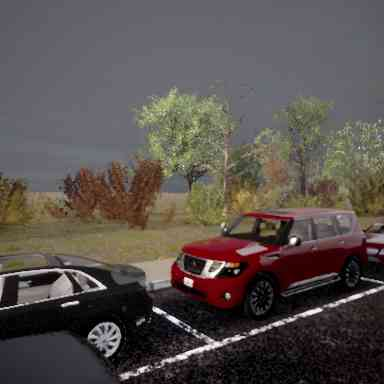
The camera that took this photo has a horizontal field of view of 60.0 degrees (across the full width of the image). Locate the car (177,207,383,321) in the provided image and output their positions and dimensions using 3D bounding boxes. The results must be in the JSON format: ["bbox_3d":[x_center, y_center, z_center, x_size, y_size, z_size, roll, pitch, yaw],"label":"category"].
[{"bbox_3d":[1.984,1.318,7.497,5.009,1.841,2.192,0,1,-35],"label":"car"}]

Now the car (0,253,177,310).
[{"bbox_3d":[-2.622,1.551,4.219,4.403,1.369,2.008,0,1,-35],"label":"car"}]

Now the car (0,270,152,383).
[{"bbox_3d":[-2.734,1.546,1.117,5.357,1.411,2.033,0,0,-35],"label":"car"}]
